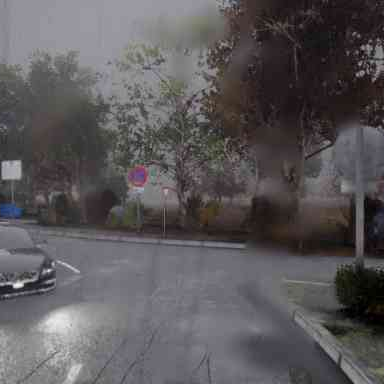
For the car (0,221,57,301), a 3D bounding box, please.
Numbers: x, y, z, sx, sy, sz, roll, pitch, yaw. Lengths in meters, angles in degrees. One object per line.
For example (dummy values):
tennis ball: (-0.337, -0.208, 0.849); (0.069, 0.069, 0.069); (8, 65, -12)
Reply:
car: (-4.888, 1.506, 8.053); (1.837, 1.490, 4.892); (3, -2, -42)
